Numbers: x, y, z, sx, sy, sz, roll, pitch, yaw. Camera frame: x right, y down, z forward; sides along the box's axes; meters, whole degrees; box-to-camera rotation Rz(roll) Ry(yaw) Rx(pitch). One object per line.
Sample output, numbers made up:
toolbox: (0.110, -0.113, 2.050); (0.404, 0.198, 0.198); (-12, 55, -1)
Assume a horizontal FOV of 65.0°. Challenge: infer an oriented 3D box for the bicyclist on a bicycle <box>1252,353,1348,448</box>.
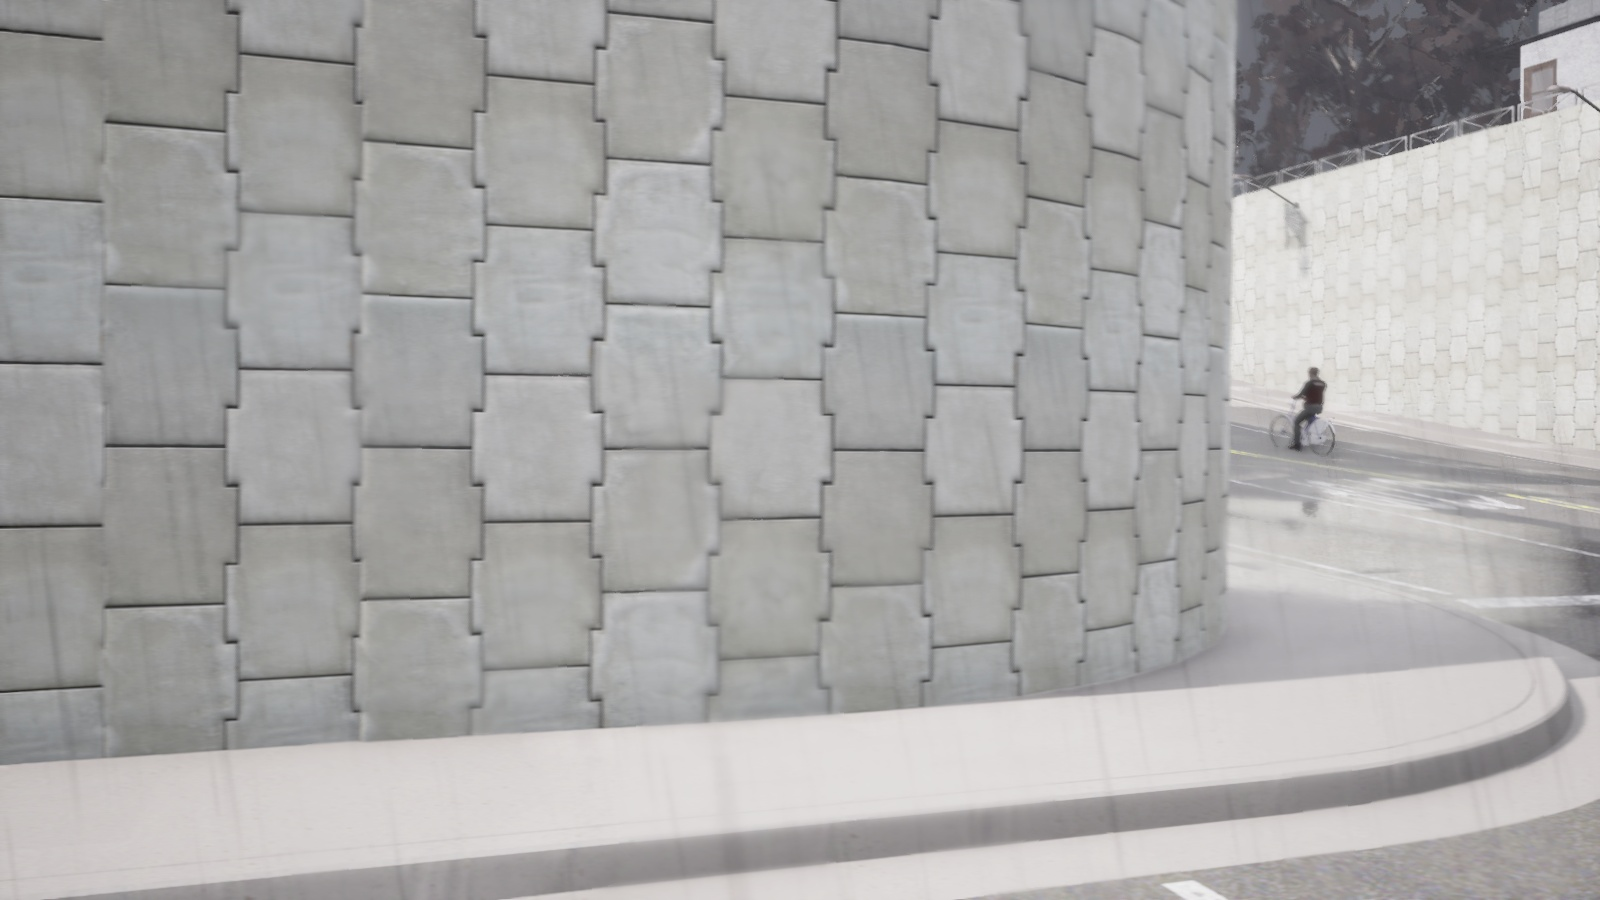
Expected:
bicyclist on a bicycle: (10.148, -1.039, 25.575); (0.659, 1.776, 1.843); (-1, 7, -19)
